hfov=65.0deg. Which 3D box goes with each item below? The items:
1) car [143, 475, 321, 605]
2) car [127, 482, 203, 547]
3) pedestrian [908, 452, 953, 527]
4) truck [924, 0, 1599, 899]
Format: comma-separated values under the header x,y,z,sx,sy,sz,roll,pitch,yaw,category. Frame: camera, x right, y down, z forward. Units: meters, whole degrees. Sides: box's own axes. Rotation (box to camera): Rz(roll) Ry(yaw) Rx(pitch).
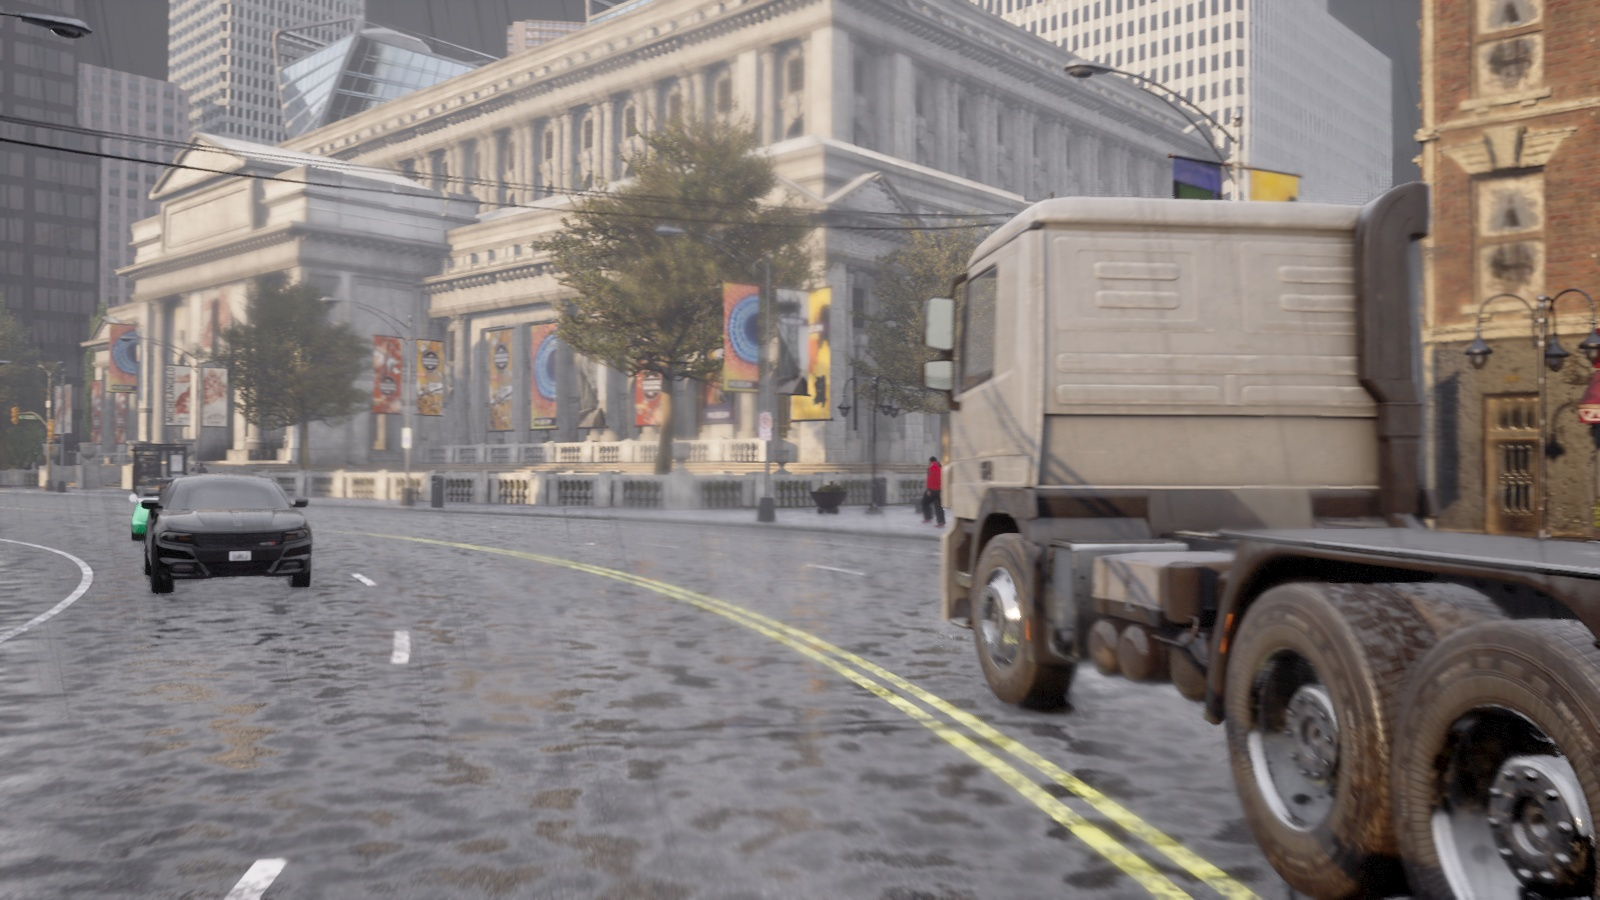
x,y,z,sx,sy,sz,roll,pitch,yaw,category
-8.097,1.131,17.645,1.882,1.535,5.008,0,-1,-29,car
-14.233,1.416,28.170,1.481,1.376,2.207,0,-1,-27,car
3.234,0.976,31.164,0.634,1.844,0.899,1,-1,-41,pedestrian
2.957,-0.074,6.519,2.891,3.462,7.936,0,-1,-7,truck
